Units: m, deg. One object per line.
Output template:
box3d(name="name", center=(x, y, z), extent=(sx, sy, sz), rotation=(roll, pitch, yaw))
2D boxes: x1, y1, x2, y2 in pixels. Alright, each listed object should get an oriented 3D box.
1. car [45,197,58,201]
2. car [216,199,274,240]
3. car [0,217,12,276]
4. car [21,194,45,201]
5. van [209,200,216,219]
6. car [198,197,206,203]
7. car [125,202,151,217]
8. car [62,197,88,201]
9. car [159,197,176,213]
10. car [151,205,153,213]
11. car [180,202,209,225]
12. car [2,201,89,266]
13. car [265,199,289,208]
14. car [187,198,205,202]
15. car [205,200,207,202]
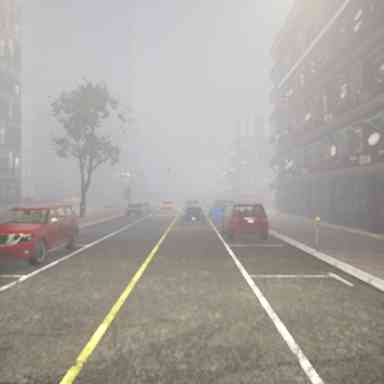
box3d(name="car", center=(-27.474, 1.507, 62.491), extent=(4.313, 1.339, 1.947), rotation=(1, -1, -1))
box3d(name="car", center=(2.689, 1.437, 17.632), extent=(2.192, 1.841, 5.009), rotation=(0, 0, 0))
box3d(name="car", center=(-5.692, 1.486, 6.529), extent=(1.967, 1.590, 4.097), rotation=(0, 0, 0))
box3d(name="car", center=(-27.367, 1.222, 54.118), extent=(5.009, 1.841, 2.192), rotation=(1, -1, -1))
box3d(name="van", center=(2.689, 1.541, 28.734), extent=(1.690, 1.788, 3.998), rotation=(0, 0, 0))
box3d(name="car", center=(2.691, 2.183, 89.139), extent=(1.887, 1.381, 4.507), rotation=(0, 0, 0))
box3d(name="car", center=(-5.690, 1.805, 34.282), extent=(1.947, 1.339, 4.313), rotation=(0, 0, 0))
box3d(name="car", center=(-22.029, 1.569, 62.641), extent=(4.829, 1.417, 1.752), rotation=(1, -1, -1))
box3d(name="car", center=(-2.999, 1.777, 41.262), extent=(1.882, 1.535, 5.008), rotation=(0, -1, 0))
box3d(name="car", center=(-5.690, 1.842, 39.528), extent=(1.947, 1.339, 4.313), rotation=(0, 0, 0))
box3d(name="car", center=(0.096, 1.703, 25.439), extent=(1.812, 1.442, 4.674), rotation=(0, -1, 0))
box3d(name="car", center=(-5.691, 1.399, 12.081), extent=(2.192, 1.841, 5.009), rotation=(0, 0, 0))
box3d(name="car", center=(16.030, 2.203, 62.979), extent=(4.097, 1.590, 1.967), rotation=(1, -1, -1))
box3d(name="car", center=(0.101, 1.635, 40.477), extent=(2.097, 1.767, 4.553), rotation=(0, 0, 0))
box3d(name="car", center=(2.689, 1.679, 34.284), extent=(1.967, 1.590, 4.097), rotation=(0, 0, 0))
